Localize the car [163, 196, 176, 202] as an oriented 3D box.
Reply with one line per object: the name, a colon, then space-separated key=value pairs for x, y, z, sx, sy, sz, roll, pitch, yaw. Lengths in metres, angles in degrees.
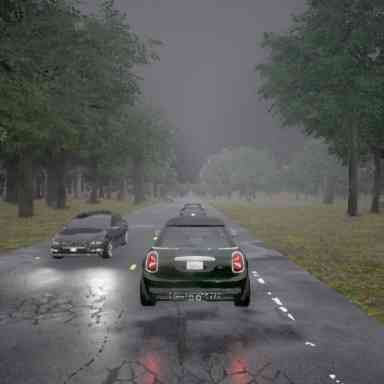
car: x=-3.561 y=1.220 z=53.066 sx=1.812 sy=1.442 sz=4.674 roll=0 pitch=0 yaw=0

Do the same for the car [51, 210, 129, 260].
car: x=-3.614 y=1.505 z=12.560 sx=1.837 sy=1.490 sz=4.892 roll=0 pitch=0 yaw=0

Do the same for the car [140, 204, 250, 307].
car: x=0.088 y=1.352 z=8.158 sx=2.097 sy=1.767 sz=4.553 roll=0 pitch=0 yaw=1

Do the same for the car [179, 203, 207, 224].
car: x=0.071 y=1.568 z=25.441 sx=1.994 sy=1.385 sz=4.181 roll=0 pitch=0 yaw=0
